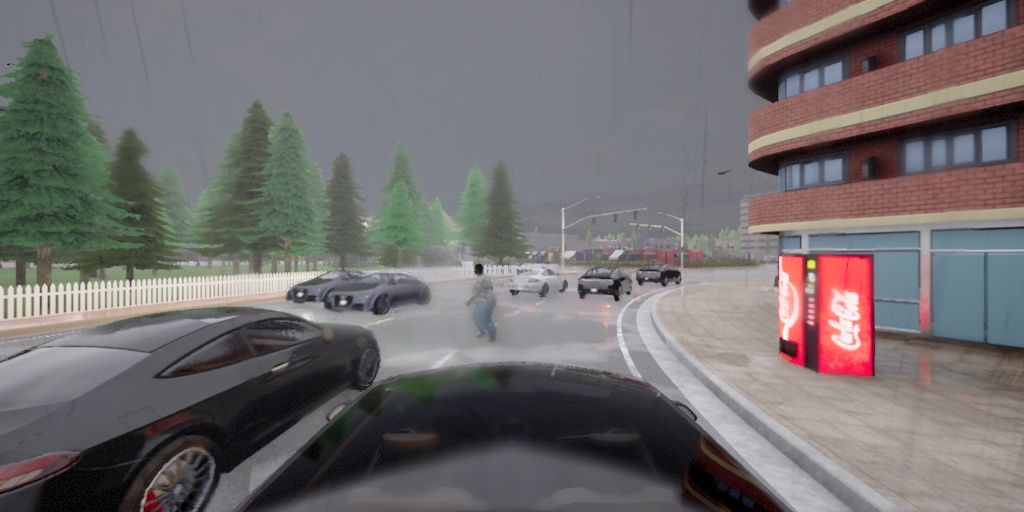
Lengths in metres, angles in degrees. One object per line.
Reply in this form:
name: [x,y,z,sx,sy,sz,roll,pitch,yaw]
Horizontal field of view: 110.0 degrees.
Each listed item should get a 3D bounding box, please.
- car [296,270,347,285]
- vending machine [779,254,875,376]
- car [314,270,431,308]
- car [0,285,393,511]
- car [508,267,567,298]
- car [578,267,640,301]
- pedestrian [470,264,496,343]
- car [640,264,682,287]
car: [-7.682,1.337,16.019,1.994,1.385,4.181,0,0,20]
vending machine: [5.290,0.954,6.119,1.100,2.100,0.880,0,0,10]
car: [-4.868,1.333,13.579,1.994,1.385,4.181,0,0,19]
car: [-3.147,1.279,3.883,1.812,1.442,4.674,0,0,4]
car: [1.438,1.306,18.942,1.812,1.442,4.674,0,0,27]
car: [4.689,1.270,17.683,2.128,1.511,4.902,0,0,28]
pedestrian: [-0.669,1.055,8.311,0.375,1.860,0.375,0,0,12]
car: [10.381,1.285,25.177,2.128,1.511,4.902,0,0,41]
